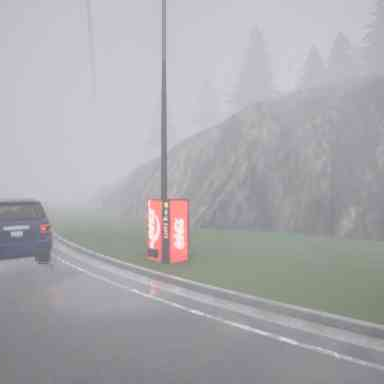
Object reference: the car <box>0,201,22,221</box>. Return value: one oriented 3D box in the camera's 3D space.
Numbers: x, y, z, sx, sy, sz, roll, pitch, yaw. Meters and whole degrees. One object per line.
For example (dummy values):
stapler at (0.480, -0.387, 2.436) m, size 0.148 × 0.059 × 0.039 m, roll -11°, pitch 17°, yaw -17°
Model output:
car at (-15.521, 1.525, 28.296) m, size 1.812 × 1.442 × 4.674 m, roll 0°, pitch 0°, yaw -26°

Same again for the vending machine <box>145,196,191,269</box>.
vending machine at (-0.750, 1.195, 10.333) m, size 1.100 × 2.100 × 0.880 m, roll 0°, pitch 0°, yaw -42°

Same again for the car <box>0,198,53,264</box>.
car at (-6.346, 1.222, 11.125) m, size 2.150 × 2.045 × 5.566 m, roll 0°, pitch 0°, yaw -37°
